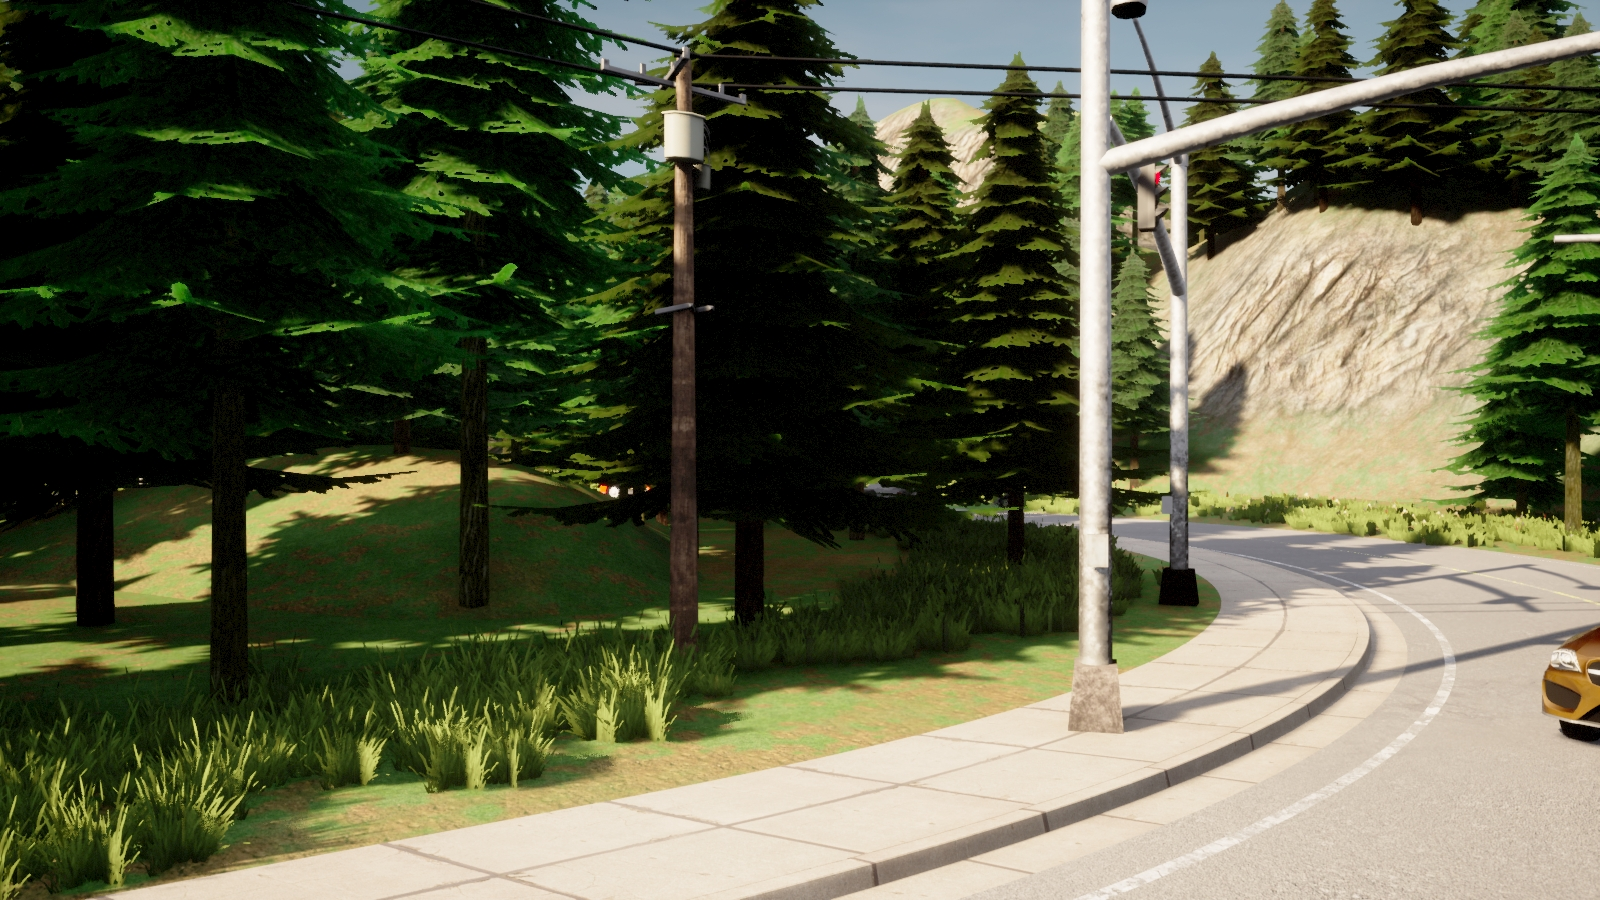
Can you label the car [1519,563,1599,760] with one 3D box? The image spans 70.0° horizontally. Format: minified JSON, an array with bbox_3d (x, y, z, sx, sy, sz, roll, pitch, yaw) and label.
[{"bbox_3d":[9.577,1.970,11.147,5.027,1.651,2.152,0,0,-29],"label":"car"}]
